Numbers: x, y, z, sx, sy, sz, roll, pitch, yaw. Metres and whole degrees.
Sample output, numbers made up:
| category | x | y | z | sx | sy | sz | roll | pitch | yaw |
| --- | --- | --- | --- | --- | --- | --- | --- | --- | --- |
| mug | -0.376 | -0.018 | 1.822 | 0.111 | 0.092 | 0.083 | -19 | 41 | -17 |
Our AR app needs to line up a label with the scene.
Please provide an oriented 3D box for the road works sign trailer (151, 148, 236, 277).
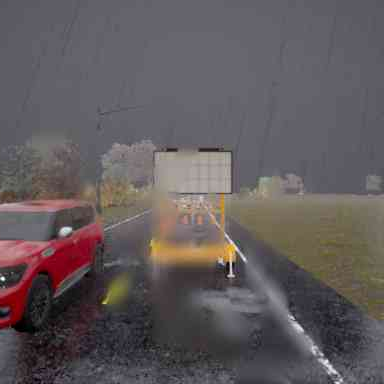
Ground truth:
| category | x | y | z | sx | sy | sz | roll | pitch | yaw |
| --- | --- | --- | --- | --- | --- | --- | --- | --- | --- |
| road works sign trailer | 0.026 | 0.468 | 10.228 | 2.380 | 3.560 | 2.880 | 0 | 0 | -1 |

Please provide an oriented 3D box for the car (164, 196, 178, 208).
| category | x | y | z | sx | sy | sz | roll | pitch | yaw |
| --- | --- | --- | --- | --- | --- | --- | --- | --- | --- |
| car | -3.256 | 1.381 | 49.232 | 2.097 | 1.767 | 4.553 | 0 | 0 | 1 |

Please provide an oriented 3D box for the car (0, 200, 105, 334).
| category | x | y | z | sx | sy | sz | roll | pitch | yaw |
| --- | --- | --- | --- | --- | --- | --- | --- | --- | --- |
| car | -3.492 | 1.224 | 7.124 | 2.150 | 2.045 | 5.566 | 0 | 0 | 0 |
